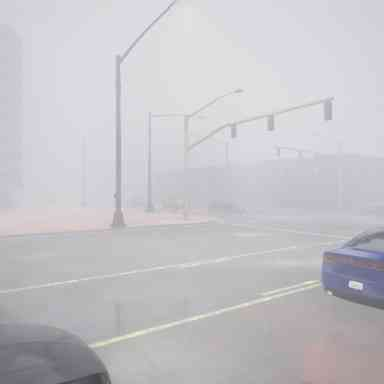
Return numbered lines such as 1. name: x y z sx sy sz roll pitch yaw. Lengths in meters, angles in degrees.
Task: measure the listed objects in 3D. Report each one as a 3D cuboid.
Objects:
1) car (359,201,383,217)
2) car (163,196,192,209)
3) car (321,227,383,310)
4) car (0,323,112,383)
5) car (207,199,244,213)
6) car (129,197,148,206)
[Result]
1. car: 17.757 1.525 30.855 4.674 1.442 1.812 0 0 -21
2. car: -1.994 1.352 44.219 2.097 1.767 4.553 0 0 -35
3. car: 4.890 1.478 7.235 5.008 1.535 1.882 0 0 -35
4. car: -2.842 1.505 1.727 4.892 1.490 1.837 0 0 -35
5. car: 3.602 1.492 36.379 2.128 1.511 4.902 0 0 -35
6. car: -8.455 1.492 53.289 2.128 1.511 4.902 0 0 -35
